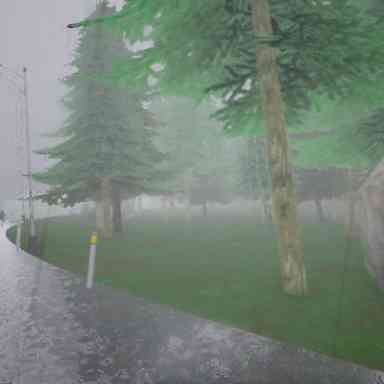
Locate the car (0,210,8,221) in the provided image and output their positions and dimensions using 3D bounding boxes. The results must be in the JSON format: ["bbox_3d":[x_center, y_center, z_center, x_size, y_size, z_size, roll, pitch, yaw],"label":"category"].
[{"bbox_3d":[-21.851,2.518,36.346,2.128,1.511,4.902,-4,-1,-9],"label":"car"}]
